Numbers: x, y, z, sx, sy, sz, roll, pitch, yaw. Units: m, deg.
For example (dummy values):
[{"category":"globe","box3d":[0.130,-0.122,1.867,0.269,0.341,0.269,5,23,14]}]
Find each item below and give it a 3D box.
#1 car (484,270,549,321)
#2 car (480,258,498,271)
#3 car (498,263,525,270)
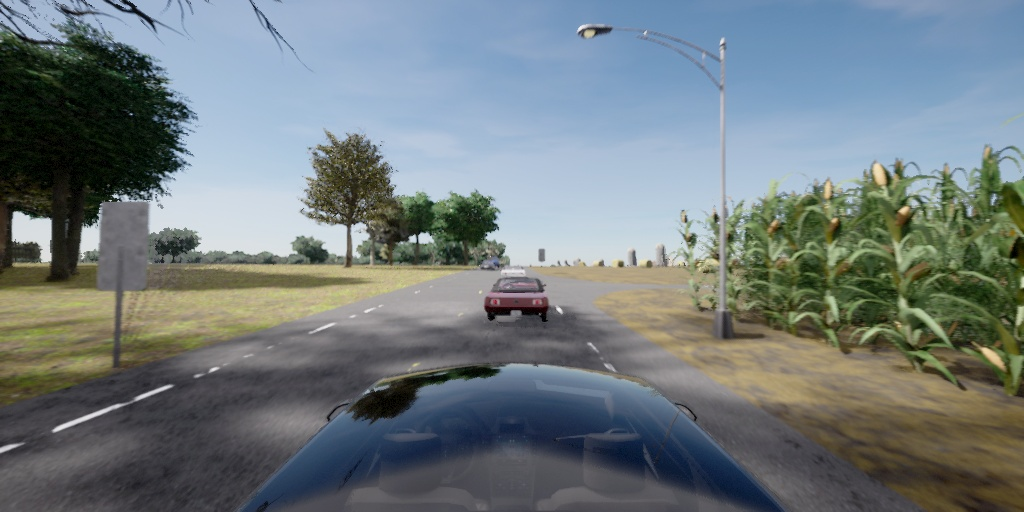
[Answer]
[{"category":"car","box3d":[0.273,1.349,12.489,1.895,1.301,4.718,0,0,4]},{"category":"car","box3d":[-3.550,1.364,52.194,2.128,1.511,4.902,0,-1,0]},{"category":"car","box3d":[0.109,1.362,29.248,1.895,1.301,4.718,0,0,0]}]
